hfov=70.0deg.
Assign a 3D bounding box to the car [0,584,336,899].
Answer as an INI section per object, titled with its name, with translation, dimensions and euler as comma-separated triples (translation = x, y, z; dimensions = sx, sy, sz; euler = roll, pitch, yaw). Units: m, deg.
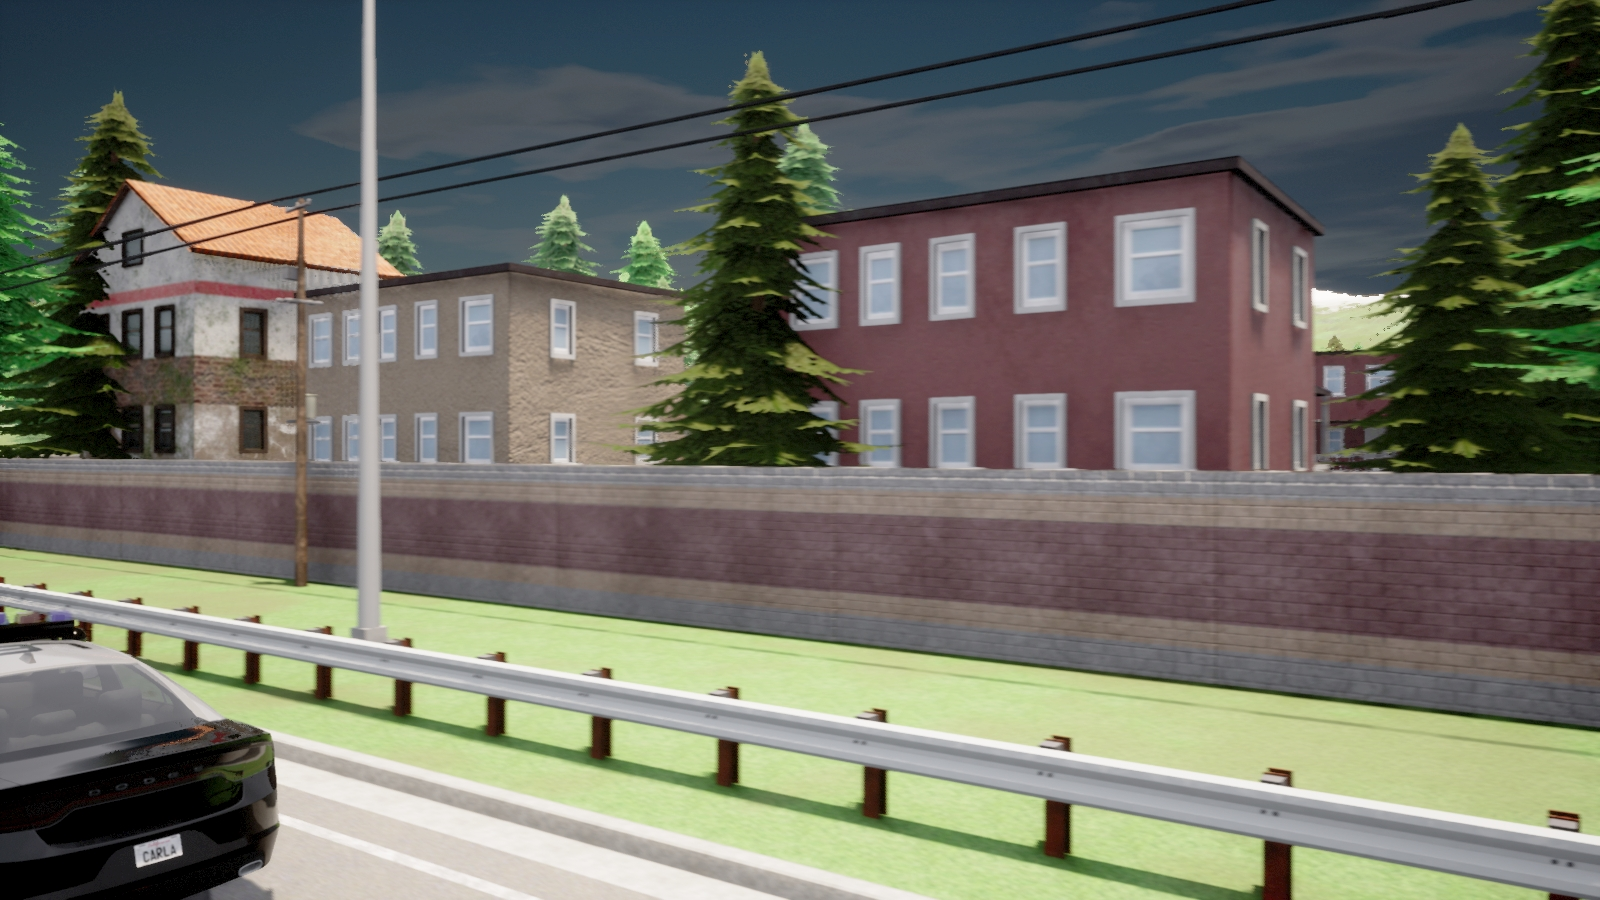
[car]
translation = -5.617, 1.983, 7.717
dimensions = 5.238, 1.638, 2.097
euler = 0, 0, 35
